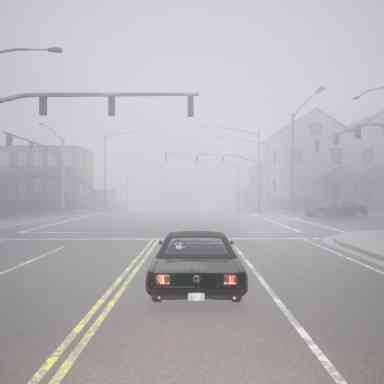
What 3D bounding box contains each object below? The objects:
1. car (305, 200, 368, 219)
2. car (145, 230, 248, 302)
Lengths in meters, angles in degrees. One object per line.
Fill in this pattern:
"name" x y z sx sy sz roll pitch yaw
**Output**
"car" 12.132 1.478 28.143 5.008 1.535 1.882 0 0 0
"car" 0.101 1.601 8.210 1.895 1.301 4.718 0 0 0
